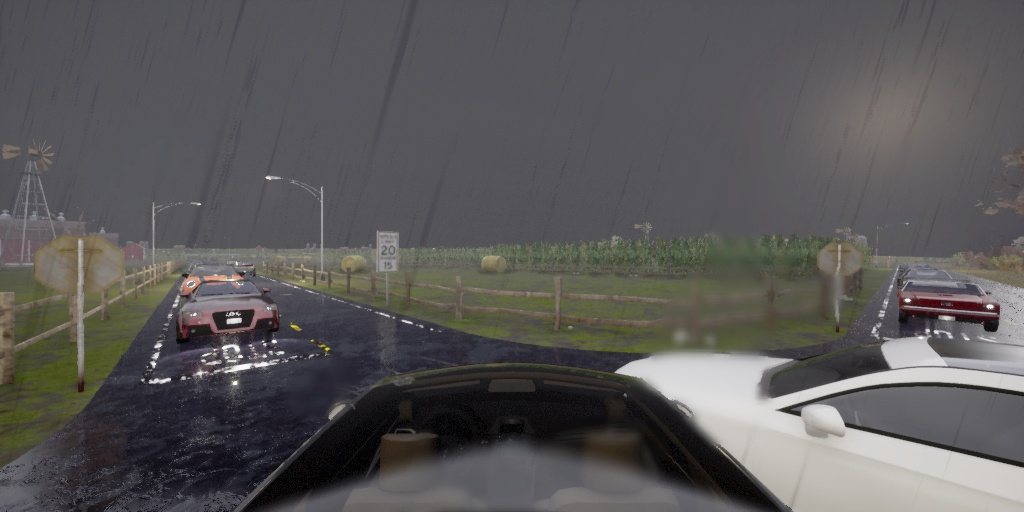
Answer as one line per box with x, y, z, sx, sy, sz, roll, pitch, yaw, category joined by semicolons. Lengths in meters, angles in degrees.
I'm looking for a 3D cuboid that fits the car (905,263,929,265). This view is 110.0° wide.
27.437;1.387;24.110;4.181;1.385;1.994;0;1;-43;car

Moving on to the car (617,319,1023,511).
2.846;1.293;2.320;1.812;1.442;4.674;0;1;-44;car

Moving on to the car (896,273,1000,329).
13.558;1.392;11.342;4.718;1.301;1.895;0;1;-43;car

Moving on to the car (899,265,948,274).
20.659;1.353;17.880;5.357;1.411;2.033;0;1;-43;car

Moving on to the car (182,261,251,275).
-13.658;1.134;16.451;2.097;1.767;4.553;0;0;-42;car

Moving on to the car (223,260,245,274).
-33.546;1.288;43.211;1.837;1.490;4.892;0;0;-41;car

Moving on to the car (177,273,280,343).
-7.906;1.352;9.946;1.994;1.385;4.181;0;0;-42;car

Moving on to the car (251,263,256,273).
-26.852;1.269;35.729;2.128;1.511;4.902;0;0;-41;car
